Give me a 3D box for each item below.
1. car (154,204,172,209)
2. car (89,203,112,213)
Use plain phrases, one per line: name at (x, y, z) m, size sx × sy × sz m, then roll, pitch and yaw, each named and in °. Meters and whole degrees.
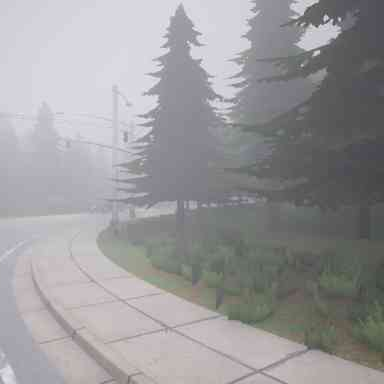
car at (-4.495, 1.526, 45.422) m, size 1.812 × 1.442 × 4.674 m, roll 0°, pitch 0°, yaw 29°
car at (-9.140, 1.491, 36.517) m, size 2.128 × 1.511 × 4.902 m, roll 0°, pitch 0°, yaw 27°
